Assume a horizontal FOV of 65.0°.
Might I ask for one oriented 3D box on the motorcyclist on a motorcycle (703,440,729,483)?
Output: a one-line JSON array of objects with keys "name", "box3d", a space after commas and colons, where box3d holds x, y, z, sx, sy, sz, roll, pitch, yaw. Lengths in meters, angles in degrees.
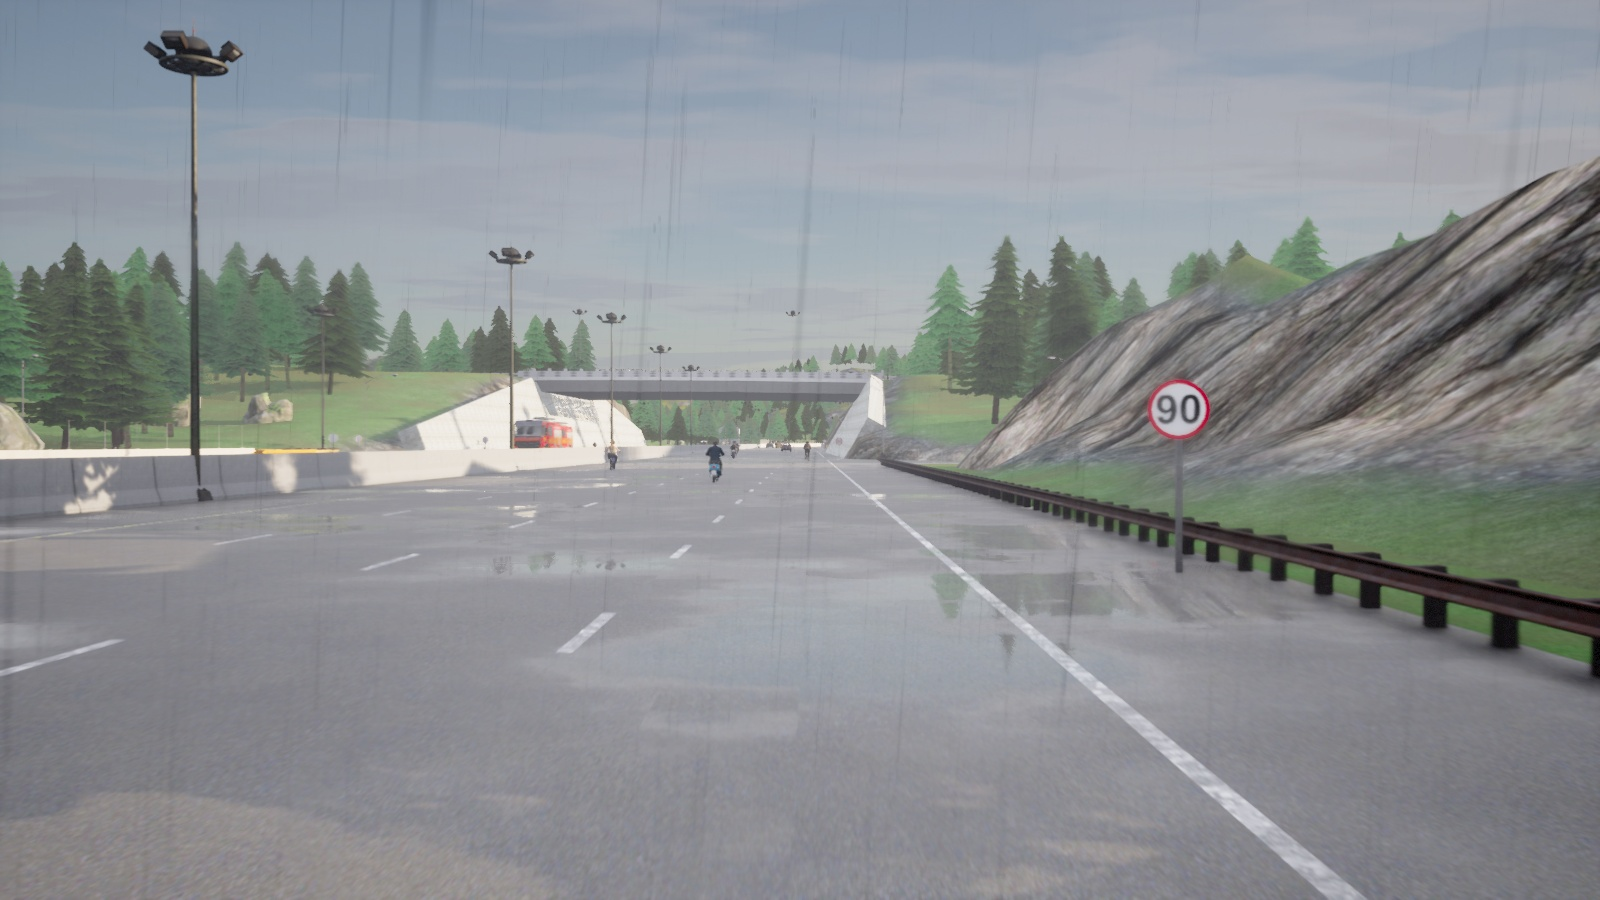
[{"name": "motorcyclist on a motorcycle", "box3d": [-3.212, 0.427, 47.935, 0.866, 1.590, 1.817, 0, 0, 0]}]
